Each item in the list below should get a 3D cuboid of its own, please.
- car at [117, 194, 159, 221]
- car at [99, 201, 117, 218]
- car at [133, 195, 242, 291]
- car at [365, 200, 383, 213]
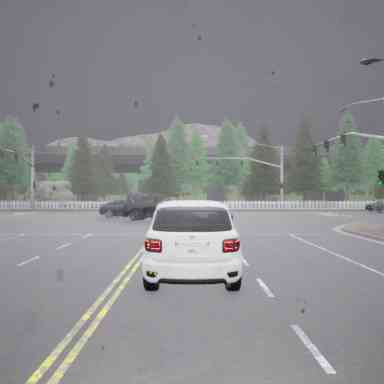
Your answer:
[{"bbox_3d":[-2.547,1.201,25.356,5.566,2.045,2.150,0,0,0],"label":"car"},{"bbox_3d":[-5.560,1.476,28.841,4.892,1.490,1.837,0,0,0],"label":"car"},{"bbox_3d":[0.008,1.221,9.127,2.150,2.045,5.566,0,0,0],"label":"car"},{"bbox_3d":[21.209,1.508,36.156,4.181,1.385,1.994,0,0,0],"label":"car"}]
